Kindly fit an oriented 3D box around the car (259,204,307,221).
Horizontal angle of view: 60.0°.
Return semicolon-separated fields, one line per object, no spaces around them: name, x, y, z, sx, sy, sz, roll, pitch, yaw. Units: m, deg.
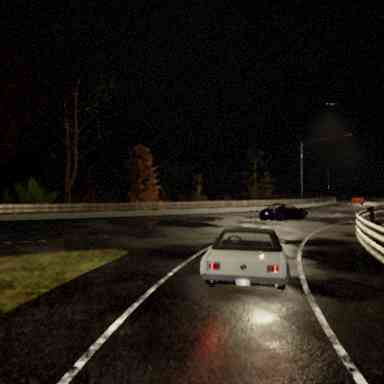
car;7.313;1.623;26.591;4.181;1.385;1.994;0;0;-36

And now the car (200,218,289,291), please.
car;1.575;1.619;9.169;1.895;1.301;4.718;0;0;13

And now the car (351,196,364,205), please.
car;31.766;1.511;63.729;2.097;1.767;4.553;0;0;31
